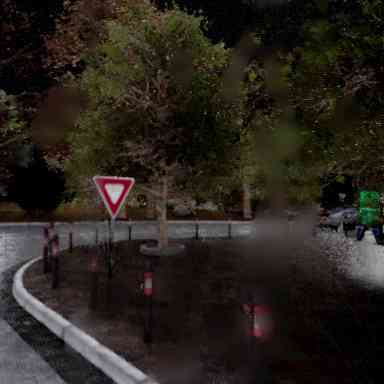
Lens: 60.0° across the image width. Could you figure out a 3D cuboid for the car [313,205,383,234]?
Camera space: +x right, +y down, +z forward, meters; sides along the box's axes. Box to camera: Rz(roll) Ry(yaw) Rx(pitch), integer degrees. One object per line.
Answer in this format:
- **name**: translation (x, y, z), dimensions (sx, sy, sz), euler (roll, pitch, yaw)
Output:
- **car**: translation (10.045, 1.789, 20.690), dimensions (4.902, 1.511, 2.128), euler (1, -1, -10)
